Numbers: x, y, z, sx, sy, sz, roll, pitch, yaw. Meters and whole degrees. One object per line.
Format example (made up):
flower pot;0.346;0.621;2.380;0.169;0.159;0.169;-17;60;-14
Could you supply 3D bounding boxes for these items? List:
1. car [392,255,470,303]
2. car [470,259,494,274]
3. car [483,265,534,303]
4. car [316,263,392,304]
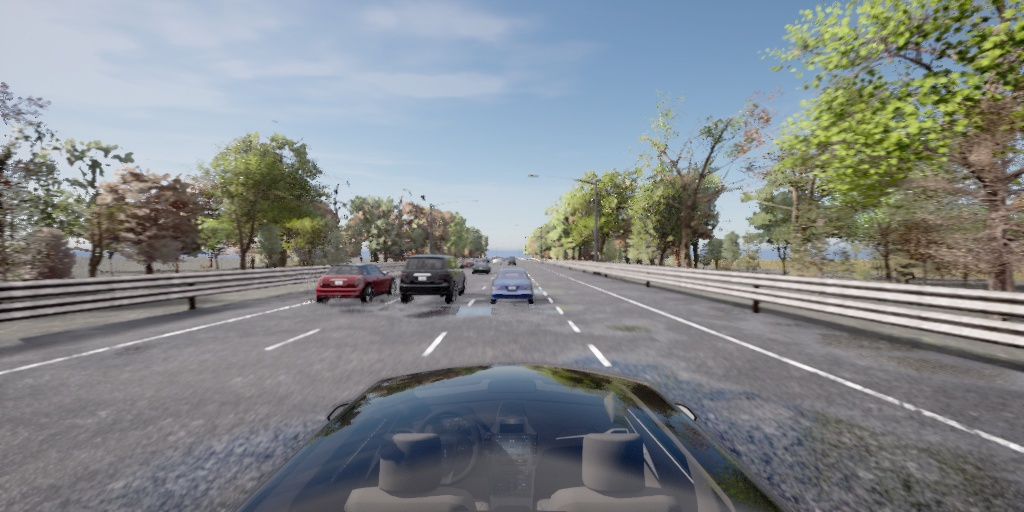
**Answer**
car;-3.499;0.977;16.685;2.150;2.045;5.566;0;0;0
car;-3.499;1.345;42.310;1.994;1.385;4.181;0;0;0
car;0.004;1.299;16.546;2.033;1.411;5.357;0;0;0
car;-7.003;1.110;16.623;2.097;1.767;4.553;0;0;0
